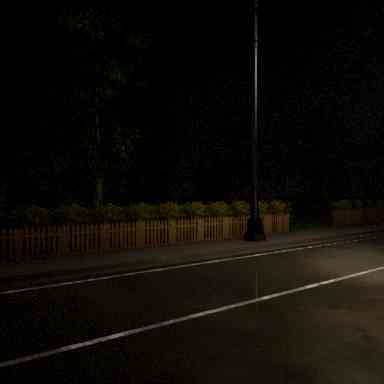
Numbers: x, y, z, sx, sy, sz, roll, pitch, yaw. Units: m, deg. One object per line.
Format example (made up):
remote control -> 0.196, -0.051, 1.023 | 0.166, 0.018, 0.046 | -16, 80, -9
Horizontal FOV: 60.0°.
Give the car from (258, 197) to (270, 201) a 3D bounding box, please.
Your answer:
car -> 12.006, 1.564, 58.779 | 1.994, 1.385, 4.181 | 0, 0, -35
